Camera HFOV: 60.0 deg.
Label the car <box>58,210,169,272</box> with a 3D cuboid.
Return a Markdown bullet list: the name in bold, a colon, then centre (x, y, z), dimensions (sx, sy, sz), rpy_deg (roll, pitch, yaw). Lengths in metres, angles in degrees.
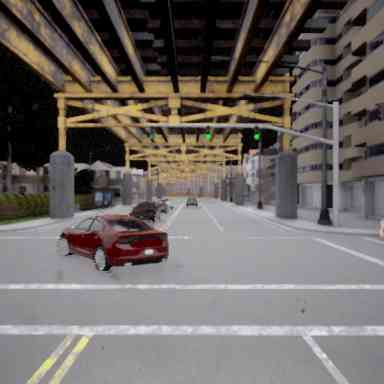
- **car**: centre (-2.777, 1.494, 11.058), dimensions (1.882, 1.535, 5.008), rpy_deg (2, -1, -40)

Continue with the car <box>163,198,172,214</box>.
- **car**: centre (-3.587, 1.616, 35.502), dimensions (1.994, 1.385, 4.181), rpy_deg (0, 0, 1)

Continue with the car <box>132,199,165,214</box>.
- **car**: centre (-3.581, 1.517, 26.418), dimensions (1.882, 1.535, 5.008), rpy_deg (0, 0, 1)

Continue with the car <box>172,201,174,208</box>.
- **car**: centre (-3.553, 1.593, 45.956), dimensions (1.812, 1.442, 4.674), rpy_deg (0, 0, 1)

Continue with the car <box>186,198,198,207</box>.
- **car**: centre (-0.001, 1.624, 51.867), dimensions (2.033, 1.411, 5.357), rpy_deg (0, 0, 0)
